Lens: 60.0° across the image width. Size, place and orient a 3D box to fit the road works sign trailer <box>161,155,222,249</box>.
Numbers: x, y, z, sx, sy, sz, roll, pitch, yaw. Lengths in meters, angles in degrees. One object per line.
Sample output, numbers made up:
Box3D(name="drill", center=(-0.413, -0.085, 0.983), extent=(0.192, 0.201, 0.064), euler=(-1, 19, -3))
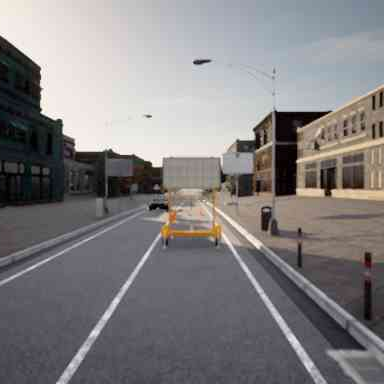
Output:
Box3D(name="road works sign trailer", center=(-0.014, 0.288, 13.701), extent=(2.380, 3.560, 2.880), euler=(0, 1, 0))

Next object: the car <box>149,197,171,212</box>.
Box3D(name="car", center=(-3.128, 1.192, 32.768), extent=(1.895, 1.301, 4.718), euler=(0, 0, 0))

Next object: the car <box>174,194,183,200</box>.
Box3D(name="car", center=(-3.072, 1.073, 74.068), extent=(1.895, 1.301, 4.718), euler=(0, 0, 0))
